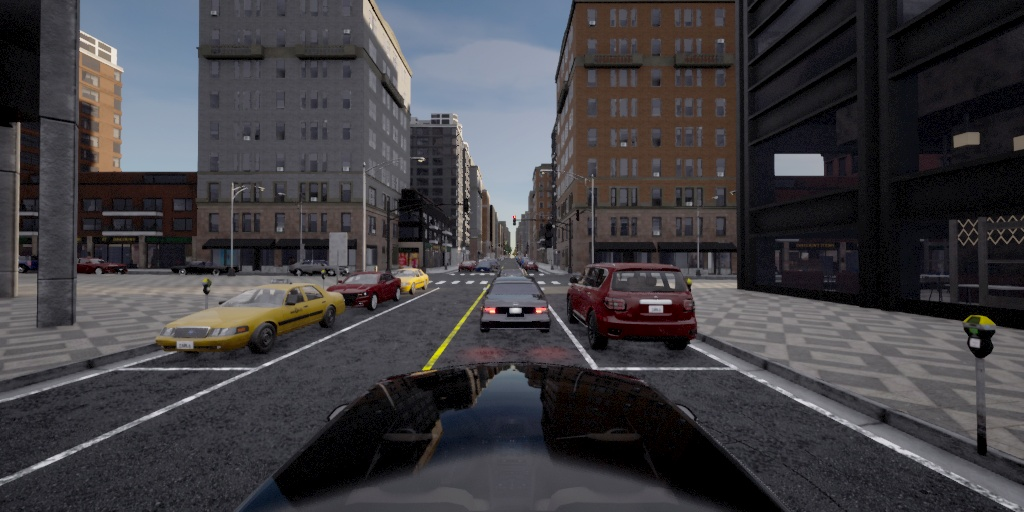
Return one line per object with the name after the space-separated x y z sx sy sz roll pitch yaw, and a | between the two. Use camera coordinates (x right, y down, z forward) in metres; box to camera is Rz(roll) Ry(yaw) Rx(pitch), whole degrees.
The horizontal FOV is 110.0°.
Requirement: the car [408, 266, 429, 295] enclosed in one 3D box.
-5.907 1.279 20.090 1.751 1.417 4.829 0 0 0 | car

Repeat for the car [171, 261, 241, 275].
-26.739 1.112 31.444 4.718 1.301 1.895 1 -1 0 | car

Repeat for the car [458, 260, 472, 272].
-5.982 1.306 47.279 1.888 1.381 4.507 0 0 0 | car

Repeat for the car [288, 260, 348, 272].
-16.841 1.092 31.411 4.902 1.511 2.128 1 -1 0 | car

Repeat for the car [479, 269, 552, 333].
0.067 1.299 10.757 2.033 1.411 5.357 0 0 0 | car

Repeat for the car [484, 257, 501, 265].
-3.232 1.328 55.094 1.994 1.385 4.181 0 0 0 | car

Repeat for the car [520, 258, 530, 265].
2.529 1.344 52.967 1.802 1.307 4.207 0 0 0 | car

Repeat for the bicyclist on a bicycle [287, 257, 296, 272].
-23.111 0.909 37.673 0.582 1.620 1.656 0 0 0 | bicyclist on a bicycle

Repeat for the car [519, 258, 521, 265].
2.513 1.346 58.640 1.802 1.307 4.207 0 0 0 | car

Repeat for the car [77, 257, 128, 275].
-36.833 0.897 31.487 5.008 1.535 1.882 1 -1 0 | car

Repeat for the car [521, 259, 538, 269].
2.545 1.343 47.293 1.802 1.307 4.207 0 0 0 | car

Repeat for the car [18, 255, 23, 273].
-46.942 0.831 31.555 4.892 1.490 1.837 1 -1 1 | car

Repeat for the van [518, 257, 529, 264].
2.498 1.108 64.314 1.690 1.789 3.998 0 0 0 | van

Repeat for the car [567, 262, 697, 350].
2.650 1.066 9.025 2.192 1.841 5.009 0 0 0 | car

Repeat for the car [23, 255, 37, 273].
-47.615 0.704 34.657 4.553 1.767 2.097 1 -1 1 | car

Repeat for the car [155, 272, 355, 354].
-5.876 1.277 8.840 1.751 1.417 4.829 0 0 0 | car

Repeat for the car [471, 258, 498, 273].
-3.336 1.308 44.496 2.033 1.411 5.357 0 0 3 | car

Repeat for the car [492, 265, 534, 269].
0.019 1.355 20.483 1.895 1.301 4.718 0 0 0 | car

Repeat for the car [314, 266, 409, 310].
-5.892 1.298 14.635 1.888 1.381 4.507 0 0 0 | car
